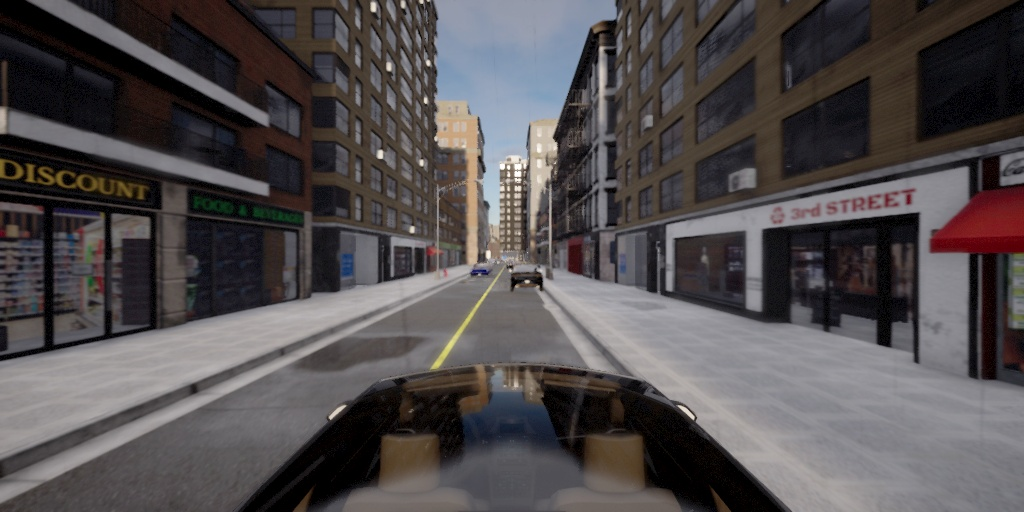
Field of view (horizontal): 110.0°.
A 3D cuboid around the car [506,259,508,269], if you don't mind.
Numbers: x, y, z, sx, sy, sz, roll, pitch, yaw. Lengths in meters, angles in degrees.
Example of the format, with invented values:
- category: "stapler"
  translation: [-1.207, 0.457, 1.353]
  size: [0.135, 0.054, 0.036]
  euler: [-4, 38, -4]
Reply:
- category: "car"
  translation: [-0.001, 1.324, 55.330]
  size: [1.895, 1.301, 4.718]
  euler: [0, 0, 0]

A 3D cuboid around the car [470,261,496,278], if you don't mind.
- category: "car"
  translation: [-2.845, 1.337, 33.605]
  size: [1.895, 1.301, 4.718]
  euler: [0, 0, 0]

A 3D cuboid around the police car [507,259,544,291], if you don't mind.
- category: "police car"
  translation: [0.824, 1.169, 21.809]
  size: [1.930, 1.638, 5.238]
  euler: [0, 0, 0]
